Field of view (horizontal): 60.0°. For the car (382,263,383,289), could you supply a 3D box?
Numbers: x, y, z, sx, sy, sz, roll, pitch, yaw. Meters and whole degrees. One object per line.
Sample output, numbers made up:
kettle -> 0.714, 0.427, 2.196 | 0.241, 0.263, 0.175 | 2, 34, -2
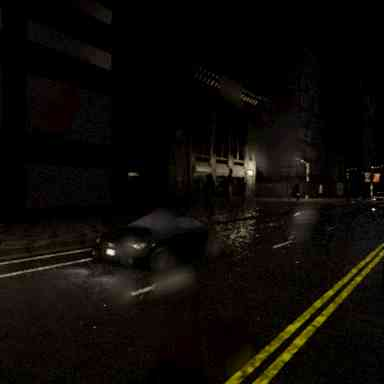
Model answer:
car -> 5.812, 1.551, 7.819 | 1.994, 1.385, 4.181 | 2, 1, 37

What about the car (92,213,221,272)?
car -> -0.871, 1.344, 10.064 | 1.994, 1.385, 4.181 | 2, 1, 37

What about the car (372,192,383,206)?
car -> 27.446, 1.012, 47.774 | 2.150, 2.045, 5.566 | 2, 1, 37
